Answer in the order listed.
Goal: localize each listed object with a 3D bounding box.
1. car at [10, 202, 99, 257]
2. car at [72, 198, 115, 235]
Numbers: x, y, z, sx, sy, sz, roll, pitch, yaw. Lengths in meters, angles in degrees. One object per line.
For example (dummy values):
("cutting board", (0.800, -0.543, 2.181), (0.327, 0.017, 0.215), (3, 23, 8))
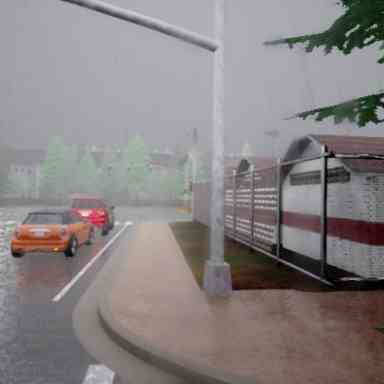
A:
("car", (-5.426, 1.478, 13.549), (2.097, 1.767, 4.553), (1, 0, -5))
("car", (-6.010, 1.400, 20.185), (2.150, 2.045, 5.566), (1, -3, -8))
